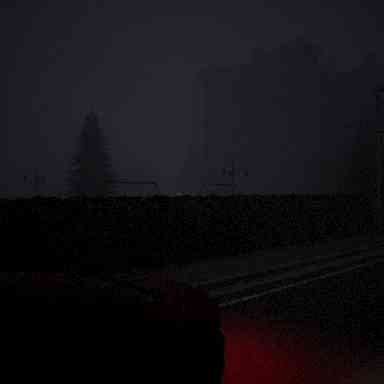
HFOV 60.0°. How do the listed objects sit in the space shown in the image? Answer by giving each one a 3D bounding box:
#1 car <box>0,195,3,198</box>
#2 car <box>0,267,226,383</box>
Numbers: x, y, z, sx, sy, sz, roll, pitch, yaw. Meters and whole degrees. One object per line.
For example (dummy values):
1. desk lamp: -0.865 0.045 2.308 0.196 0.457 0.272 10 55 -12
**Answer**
1. car: -40.344 1.370 67.378 3.633 1.501 1.845 0 0 -38
2. car: -1.983 1.477 2.637 5.008 1.535 1.882 0 0 -36
